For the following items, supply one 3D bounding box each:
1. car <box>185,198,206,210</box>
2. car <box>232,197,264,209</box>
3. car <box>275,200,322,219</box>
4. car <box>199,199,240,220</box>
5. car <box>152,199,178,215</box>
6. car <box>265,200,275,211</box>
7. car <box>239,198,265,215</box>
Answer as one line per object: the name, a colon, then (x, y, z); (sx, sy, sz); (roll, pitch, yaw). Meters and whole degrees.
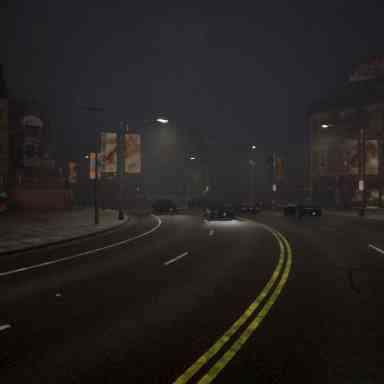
car: (0.793, 1.499, 43.499); (1.837, 1.490, 4.892); (0, 0, -27)
car: (7.505, 1.511, 45.075); (2.002, 1.452, 4.674); (0, 0, -27)
car: (9.285, 1.484, 28.602); (2.128, 1.511, 4.902); (0, 0, -7)
car: (2.207, 1.560, 27.671); (1.994, 1.385, 4.181); (0, 0, -10)
car: (-2.800, 1.502, 33.804); (1.837, 1.490, 4.892); (1, 0, -19)
car: (9.849, 1.586, 39.845); (1.895, 1.301, 4.718); (0, 0, -17)
car: (4.867, 1.542, 33.059); (2.033, 1.411, 5.357); (0, 0, -13)
